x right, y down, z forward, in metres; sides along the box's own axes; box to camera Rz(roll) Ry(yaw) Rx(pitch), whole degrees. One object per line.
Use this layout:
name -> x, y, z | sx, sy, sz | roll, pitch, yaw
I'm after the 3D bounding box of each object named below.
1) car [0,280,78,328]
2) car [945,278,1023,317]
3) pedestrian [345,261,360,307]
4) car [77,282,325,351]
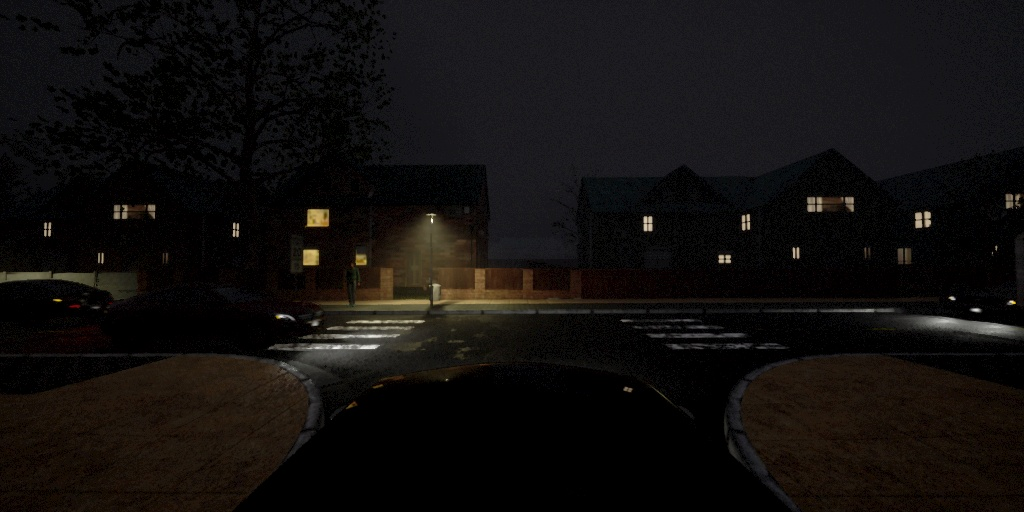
car -> -15.975, 1.522, 11.845 | 4.674, 1.442, 1.812 | -1, -1, 2
car -> 16.788, 1.237, 10.865 | 5.357, 1.411, 2.033 | 0, -1, 2
pedestrian -> -6.467, 1.113, 14.482 | 0.375, 1.860, 0.375 | 0, -1, 2
car -> -7.035, 1.352, 8.628 | 4.674, 1.442, 1.812 | -1, -1, 2
